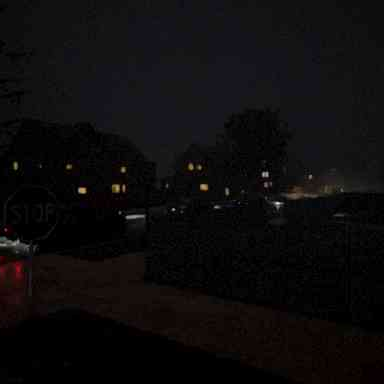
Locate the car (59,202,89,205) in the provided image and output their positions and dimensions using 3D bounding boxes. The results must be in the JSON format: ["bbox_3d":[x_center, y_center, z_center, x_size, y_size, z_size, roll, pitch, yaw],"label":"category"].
[{"bbox_3d":[-5.919,1.222,16.643,2.033,1.411,5.357,1,2,34],"label":"car"}]

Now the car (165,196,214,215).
[{"bbox_3d":[-0.116,1.003,24.796,1.994,1.385,4.181,1,2,36],"label":"car"}]

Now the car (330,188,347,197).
[{"bbox_3d":[22.992,0.159,52.049,1.837,1.490,4.892,1,2,35],"label":"car"}]

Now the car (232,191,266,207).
[{"bbox_3d":[5.769,0.706,33.024,1.837,1.490,4.892,1,2,36],"label":"car"}]

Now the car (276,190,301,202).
[{"bbox_3d":[12.295,0.467,42.072,1.812,1.442,4.674,1,2,36],"label":"car"}]

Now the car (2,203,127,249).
[{"bbox_3d":[-4.891,1.361,13.578,1.895,1.301,4.718,1,2,34],"label":"car"}]
